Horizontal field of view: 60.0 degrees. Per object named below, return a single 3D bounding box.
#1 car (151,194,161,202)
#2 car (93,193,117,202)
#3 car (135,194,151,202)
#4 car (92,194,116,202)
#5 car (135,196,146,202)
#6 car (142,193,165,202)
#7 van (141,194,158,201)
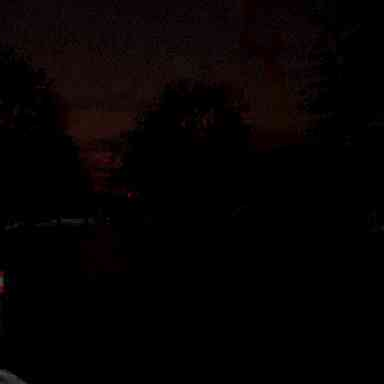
[{"bbox_3d":[-8.063,1.413,79.320,4.553,1.767,2.185,0,-1,-17],"label":"car"},{"bbox_3d":[-20.370,1.342,77.803,5.566,2.045,2.435,0,-1,-17],"label":"car"},{"bbox_3d":[-10.590,1.539,71.229,1.994,1.385,4.181,0,0,0],"label":"car"},{"bbox_3d":[-21.977,1.444,83.023,5.566,2.045,2.435,0,-1,-17],"label":"car"},{"bbox_3d":[-12.600,1.614,80.824,1.994,1.385,4.181,0,-1,-17],"label":"car"},{"bbox_3d":[-9.813,1.393,85.012,5.566,2.045,2.435,0,-1,-17],"label":"car"},{"bbox_3d":[-11.697,1.565,90.909,4.442,1.987,1.878,0,-1,-17],"label":"van"}]
